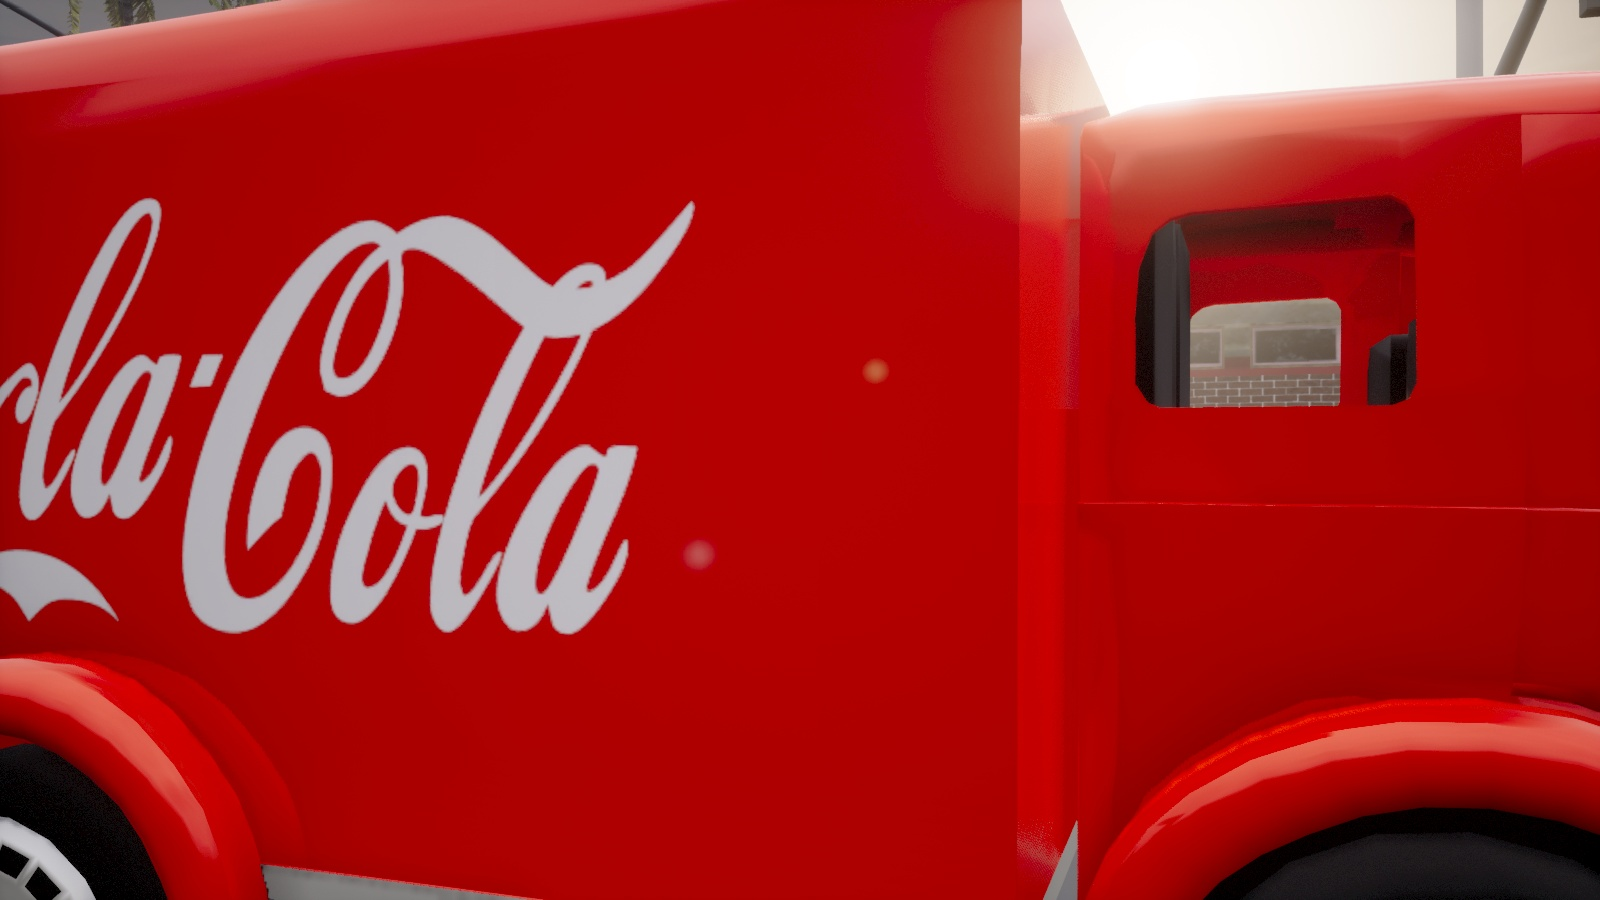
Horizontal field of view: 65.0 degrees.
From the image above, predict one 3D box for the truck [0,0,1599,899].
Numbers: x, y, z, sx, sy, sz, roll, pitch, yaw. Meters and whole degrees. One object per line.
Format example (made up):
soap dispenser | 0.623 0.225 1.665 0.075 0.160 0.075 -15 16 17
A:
truck | -0.068 0.283 3.233 5.204 2.467 2.627 1 1 20
